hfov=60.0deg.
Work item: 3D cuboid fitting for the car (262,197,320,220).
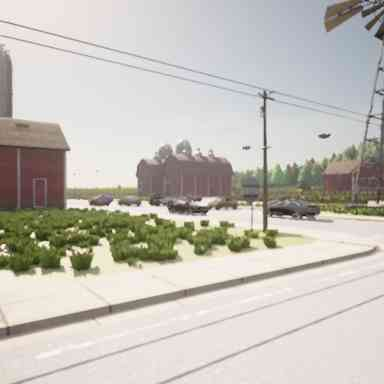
[{"bbox_3d":[7.910,1.397,26.955,2.128,1.511,4.902,0,0,-37],"label":"car"}]

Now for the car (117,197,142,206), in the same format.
[{"bbox_3d":[-9.511,1.456,50.365,2.033,1.411,5.357,0,0,-36],"label":"car"}]

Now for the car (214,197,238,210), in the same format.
[{"bbox_3d":[3.641,1.393,40.185,4.193,1.474,1.816,0,0,-36],"label":"car"}]

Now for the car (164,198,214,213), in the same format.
[{"bbox_3d":[-0.398,1.523,31.914,1.895,1.301,4.718,0,0,-36],"label":"car"}]

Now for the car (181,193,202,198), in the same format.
[{"bbox_3d":[-0.094,1.145,66.781,4.605,1.855,1.932,0,0,-36],"label":"car"}]

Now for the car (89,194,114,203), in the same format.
[{"bbox_3d":[-19.066,1.372,70.271,4.611,1.667,2.242,0,0,-36],"label":"car"}]

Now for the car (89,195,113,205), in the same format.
[{"bbox_3d":[-14.001,1.524,50.430,1.895,1.301,4.718,0,0,-36],"label":"car"}]

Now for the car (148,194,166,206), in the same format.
[{"bbox_3d":[-4.777,1.204,50.732,3.866,1.878,1.905,0,0,-36],"label":"car"}]
